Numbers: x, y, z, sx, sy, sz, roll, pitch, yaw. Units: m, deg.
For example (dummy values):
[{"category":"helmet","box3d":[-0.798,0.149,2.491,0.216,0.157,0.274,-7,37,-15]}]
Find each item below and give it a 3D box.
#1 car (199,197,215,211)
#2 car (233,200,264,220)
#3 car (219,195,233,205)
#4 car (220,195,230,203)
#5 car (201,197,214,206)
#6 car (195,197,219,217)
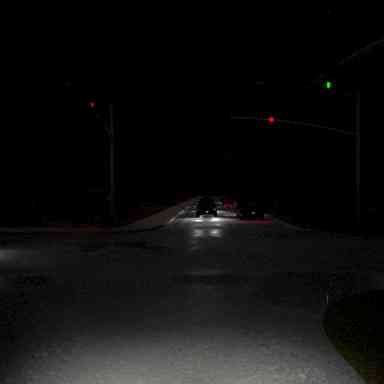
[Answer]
[{"category":"car","box3d":[1.880,1.470,41.344,1.837,1.490,4.892,0,0,3]},{"category":"car","box3d":[4.837,1.443,28.029,1.882,1.535,5.008,0,0,3]},{"category":"car","box3d":[6.341,1.566,59.053,1.895,1.301,4.718,0,0,3]},{"category":"car","box3d":[6.824,1.470,69.014,1.837,1.490,4.892,0,0,3]},{"category":"car","box3d":[2.492,1.529,53.551,1.994,1.385,4.181,0,0,3]},{"category":"car","box3d":[1.378,1.470,31.034,1.837,1.490,4.892,0,0,3]}]
